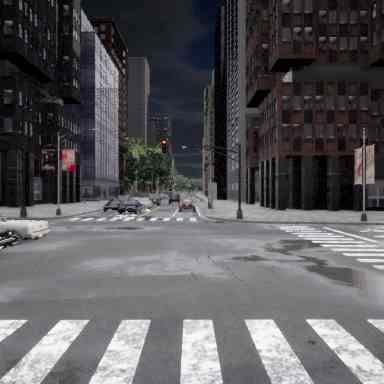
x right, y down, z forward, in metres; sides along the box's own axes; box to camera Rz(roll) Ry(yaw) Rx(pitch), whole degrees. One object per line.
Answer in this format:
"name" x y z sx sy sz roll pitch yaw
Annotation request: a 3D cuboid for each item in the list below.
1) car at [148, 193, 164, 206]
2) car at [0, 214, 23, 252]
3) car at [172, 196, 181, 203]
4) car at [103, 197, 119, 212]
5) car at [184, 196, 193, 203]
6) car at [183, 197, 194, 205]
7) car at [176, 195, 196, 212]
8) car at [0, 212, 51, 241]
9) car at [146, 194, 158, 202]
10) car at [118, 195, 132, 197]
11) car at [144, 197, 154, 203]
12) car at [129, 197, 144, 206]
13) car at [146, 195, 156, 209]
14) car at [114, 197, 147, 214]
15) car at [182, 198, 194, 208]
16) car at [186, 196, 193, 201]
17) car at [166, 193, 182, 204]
"car" -6.472 1.268 55.959 2.150 2.045 5.566 0 0 0
"car" -8.486 1.513 10.880 4.718 1.301 1.895 1 0 0
"car" -3.468 1.651 75.398 1.994 1.385 4.181 0 0 0
"car" -9.069 1.574 38.959 1.947 1.339 4.313 0 0 0
"car" -0.701 1.613 71.717 1.752 1.417 4.829 0 0 0
"car" -0.648 1.603 60.697 1.887 1.381 4.507 0 0 0
"car" -0.544 1.448 38.997 1.967 1.590 4.097 0 0 0
"car" -8.637 1.507 14.131 4.718 1.301 1.895 1 0 0
"car" -9.253 1.417 76.941 2.192 1.841 5.009 0 0 0
"car" -9.096 1.335 44.385 2.192 1.841 5.009 0 0 0
"car" -9.226 1.669 71.515 1.802 1.307 4.206 0 0 0
"car" -9.146 1.570 55.067 1.752 1.417 4.829 0 0 0
"car" -6.433 1.548 45.316 1.812 1.442 4.674 0 0 0
"car" -6.385 1.547 35.090 2.033 1.411 5.357 0 0 0
"car" -0.596 1.614 49.847 1.802 1.307 4.206 0 0 0
"car" -0.806 1.696 93.246 1.887 1.381 4.507 0 0 0
"car" -3.329 1.290 64.672 2.150 2.045 5.566 0 0 0
